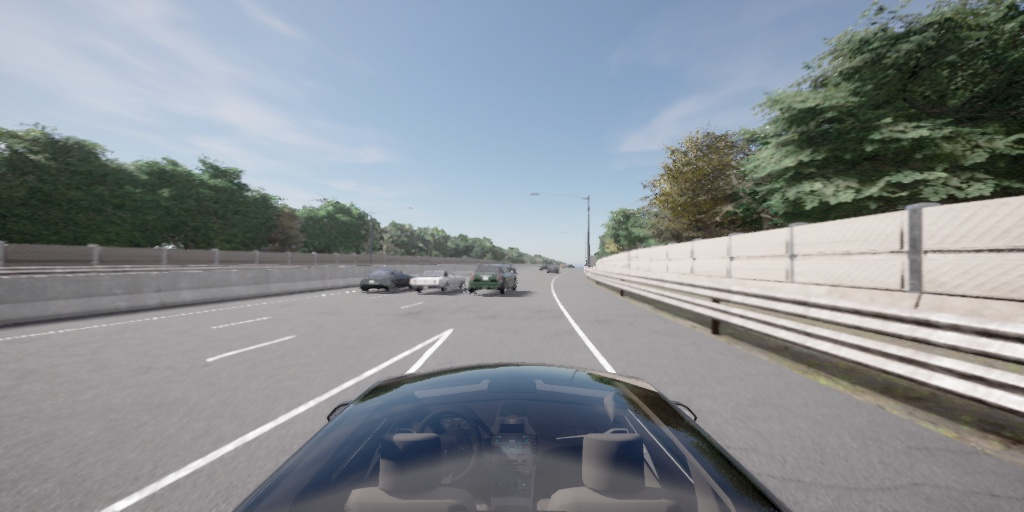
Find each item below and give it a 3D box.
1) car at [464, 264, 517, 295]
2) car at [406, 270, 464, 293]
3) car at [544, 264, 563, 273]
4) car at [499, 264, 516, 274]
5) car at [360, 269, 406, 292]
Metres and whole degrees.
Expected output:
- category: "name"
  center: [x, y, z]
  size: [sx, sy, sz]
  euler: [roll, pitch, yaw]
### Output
- category: "car"
  center: [-1.037, 1.298, 21.741]
  size: [2.097, 1.767, 4.553]
  euler: [0, -1, 11]
- category: "car"
  center: [-4.468, 1.544, 22.503]
  size: [1.895, 1.301, 4.718]
  euler: [0, -1, 12]
- category: "car"
  center: [7.359, 2.247, 63.070]
  size: [2.128, 1.511, 4.902]
  euler: [0, -1, 11]
- category: "car"
  center: [-0.687, 2.101, 58.624]
  size: [1.882, 1.535, 5.008]
  euler: [0, -1, 11]
- category: "car"
  center: [-7.899, 1.525, 23.170]
  size: [1.994, 1.385, 4.181]
  euler: [0, -1, 11]
